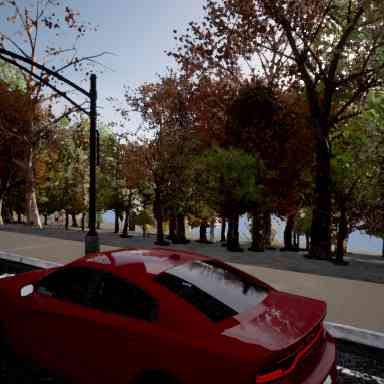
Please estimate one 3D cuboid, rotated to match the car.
[{"bbox_3d":[-0.866,1.477,4.293,5.008,1.535,1.882,0,0,35],"label":"car"}]
